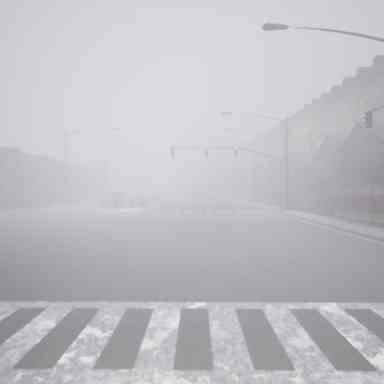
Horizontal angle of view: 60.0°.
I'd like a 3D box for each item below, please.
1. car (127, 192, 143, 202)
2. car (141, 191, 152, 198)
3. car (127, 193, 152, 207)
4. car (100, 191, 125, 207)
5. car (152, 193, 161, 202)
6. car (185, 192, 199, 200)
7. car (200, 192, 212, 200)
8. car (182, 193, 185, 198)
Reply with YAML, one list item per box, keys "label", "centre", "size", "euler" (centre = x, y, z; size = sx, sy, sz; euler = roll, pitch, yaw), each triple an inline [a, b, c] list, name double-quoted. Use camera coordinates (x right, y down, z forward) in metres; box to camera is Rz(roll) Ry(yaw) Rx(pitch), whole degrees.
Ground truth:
- label: "car"
  centre: [-10.504, 0.951, 61.325]
  size: [2.097, 1.767, 4.553]
  euler: [0, 0, 0]
- label: "car"
  centre: [-10.531, 0.641, 76.499]
  size: [2.128, 1.511, 4.902]
  euler: [0, 0, -3]
- label: "car"
  centre: [-7.072, 1.200, 44.658]
  size: [2.128, 1.511, 4.902]
  euler: [0, 0, 0]
- label: "car"
  centre: [-10.559, 0.932, 44.412]
  size: [2.150, 2.045, 5.566]
  euler: [0, 0, 2]
- label: "car"
  centre: [-7.010, 0.947, 61.858]
  size: [2.097, 1.767, 4.553]
  euler: [0, 0, 0]
- label: "car"
  centre: [-0.009, 1.009, 73.735]
  size: [1.837, 1.490, 4.892]
  euler: [0, 0, -3]
- label: "car"
  centre: [3.478, 1.058, 75.057]
  size: [1.994, 1.385, 4.181]
  euler: [0, 0, -3]
- label: "car"
  centre: [-1.168, 0.825, 83.826]
  size: [1.837, 1.490, 4.892]
  euler: [0, 0, -17]
